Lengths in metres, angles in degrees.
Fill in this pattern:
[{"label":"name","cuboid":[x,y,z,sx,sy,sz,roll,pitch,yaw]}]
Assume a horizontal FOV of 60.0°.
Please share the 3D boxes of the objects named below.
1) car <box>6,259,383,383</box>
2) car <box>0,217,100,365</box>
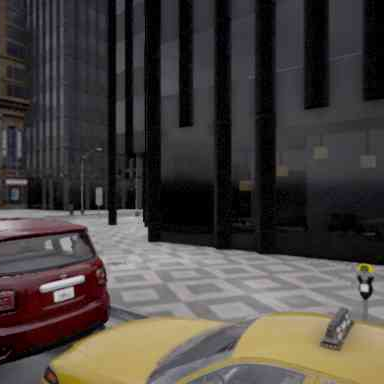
[{"label":"car","cuboid":[0.777,1.529,2.408,4.829,1.417,1.752,0,0,35]},{"label":"car","cuboid":[-3.510,1.347,5.450,5.009,1.841,2.192,0,0,35]}]
